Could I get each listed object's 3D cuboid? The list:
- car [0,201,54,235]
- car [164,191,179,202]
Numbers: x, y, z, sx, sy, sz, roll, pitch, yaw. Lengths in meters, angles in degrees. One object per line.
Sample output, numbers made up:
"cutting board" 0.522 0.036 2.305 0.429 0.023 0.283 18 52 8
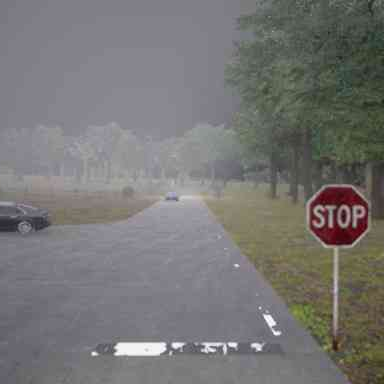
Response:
"car" -9.379 1.247 16.148 4.892 1.490 1.837 1 7 -12
"car" -2.897 0.603 48.011 1.882 1.535 5.008 0 2 0
